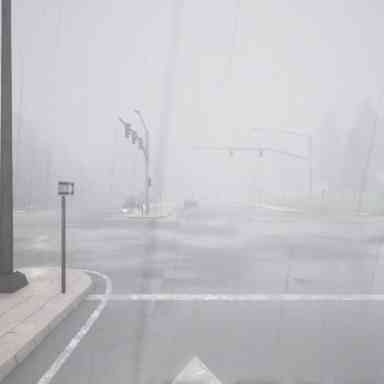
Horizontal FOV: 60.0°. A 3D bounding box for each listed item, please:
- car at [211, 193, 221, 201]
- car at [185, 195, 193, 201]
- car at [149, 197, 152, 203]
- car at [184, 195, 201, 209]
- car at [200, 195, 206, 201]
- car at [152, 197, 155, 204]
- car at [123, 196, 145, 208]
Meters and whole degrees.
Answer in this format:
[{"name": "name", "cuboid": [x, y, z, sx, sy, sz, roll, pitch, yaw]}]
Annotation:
[{"name": "car", "cuboid": [6.227, 1.225, 85.894, 2.150, 2.045, 5.566, 0, 0, -1]}, {"name": "car", "cuboid": [-0.772, 1.500, 85.824, 1.837, 1.490, 4.892, 0, 0, -1]}, {"name": "car", "cuboid": [-8.391, 1.505, 55.763, 1.837, 1.490, 4.892, 0, 0, -1]}, {"name": "car", "cuboid": [-0.135, 1.525, 44.781, 1.812, 1.442, 4.674, 0, 0, -1]}, {"name": "car", "cuboid": [2.727, 1.524, 85.886, 1.812, 1.442, 4.674, 0, 0, -1]}, {"name": "car", "cuboid": [-8.491, 1.601, 65.707, 1.895, 1.301, 4.718, 0, 0, 0]}, {"name": "car", "cuboid": [-8.263, 1.352, 46.729, 2.097, 1.767, 4.553, 0, 0, -1]}]
